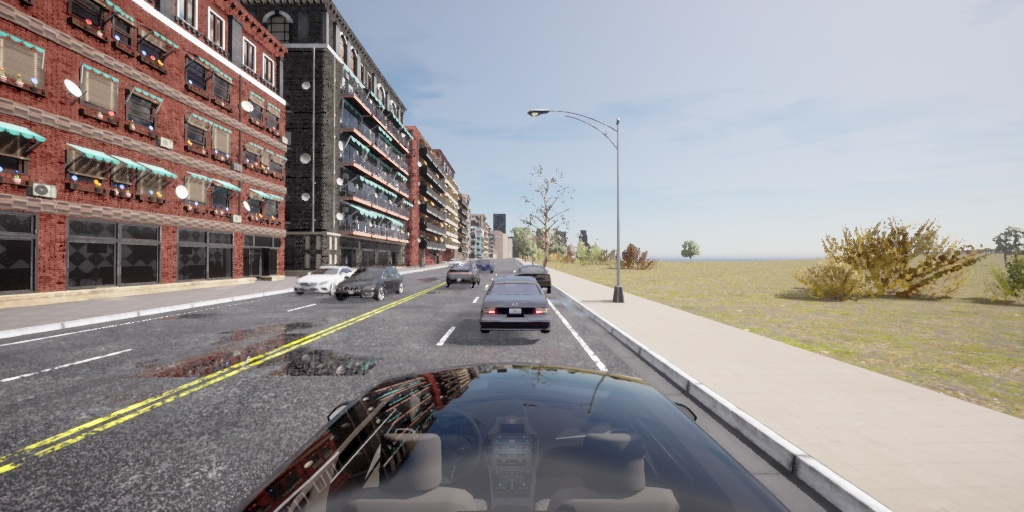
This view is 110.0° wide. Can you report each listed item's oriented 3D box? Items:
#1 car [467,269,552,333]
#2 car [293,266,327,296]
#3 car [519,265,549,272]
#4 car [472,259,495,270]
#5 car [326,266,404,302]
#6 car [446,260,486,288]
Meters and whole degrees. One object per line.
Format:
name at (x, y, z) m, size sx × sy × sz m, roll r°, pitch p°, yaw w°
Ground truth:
car at (0.092, 1.299, 10.683) m, size 2.033 × 1.411 × 5.357 m, roll 0°, pitch 0°, yaw 0°
car at (-9.874, 1.278, 19.611) m, size 1.812 × 1.442 × 4.674 m, roll 0°, pitch 0°, yaw 0°
car at (1.113, 1.230, 20.447) m, size 1.882 × 1.535 × 5.008 m, roll 0°, pitch 0°, yaw 0°
car at (-3.202, 1.105, 43.051) m, size 2.097 × 1.767 × 4.553 m, roll 0°, pitch 0°, yaw 0°
car at (-6.620, 1.257, 17.171) m, size 1.837 × 1.490 × 4.892 m, roll 0°, pitch 0°, yaw 0°
car at (-3.178, 1.244, 24.032) m, size 2.128 × 1.511 × 4.902 m, roll 0°, pitch 0°, yaw 0°
